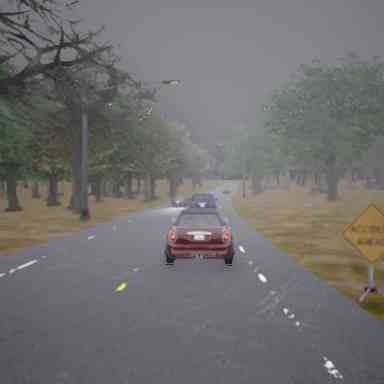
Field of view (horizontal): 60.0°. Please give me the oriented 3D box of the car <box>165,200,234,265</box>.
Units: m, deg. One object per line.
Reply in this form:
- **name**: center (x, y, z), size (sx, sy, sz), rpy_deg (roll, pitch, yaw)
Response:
- **car**: center (0.282, 1.358, 11.967), size (2.097, 1.767, 4.553), rpy_deg (0, 0, 2)

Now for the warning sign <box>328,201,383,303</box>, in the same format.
- **warning sign**: center (3.613, 1.129, 6.712), size (1.300, 1.860, 1.060), rpy_deg (0, 0, 1)

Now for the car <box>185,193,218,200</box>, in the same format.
- **car**: center (0.929, 1.077, 27.474), size (2.150, 2.045, 5.566), rpy_deg (0, 1, 3)

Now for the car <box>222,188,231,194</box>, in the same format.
- **car**: center (9.461, -0.258, 90.818), size (2.097, 1.767, 4.553), rpy_deg (0, 2, 9)

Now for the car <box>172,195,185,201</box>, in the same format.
- **car**: center (-1.532, 1.126, 43.920), size (2.128, 1.511, 4.902), rpy_deg (0, 1, 5)
